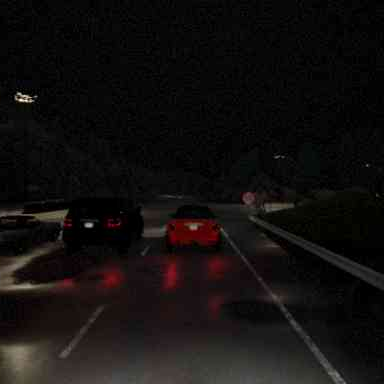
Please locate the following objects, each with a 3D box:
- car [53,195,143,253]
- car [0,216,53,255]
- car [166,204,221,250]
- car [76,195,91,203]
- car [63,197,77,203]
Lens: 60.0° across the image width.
[{"bbox_3d":[-3.434,1.203,13.794,2.150,2.045,5.566,0,0,0],"label":"car"},{"bbox_3d":[-6.936,1.585,13.228,1.895,1.301,4.718,0,0,0],"label":"car"},{"bbox_3d":[0.067,1.333,14.454,2.097,1.767,4.553,0,0,0],"label":"car"},{"bbox_3d":[-28.137,1.773,86.245,2.150,2.045,5.566,0,-2,0],"label":"car"},{"bbox_3d":[-31.637,2.102,86.258,1.994,1.385,4.181,0,-2,0],"label":"car"}]
